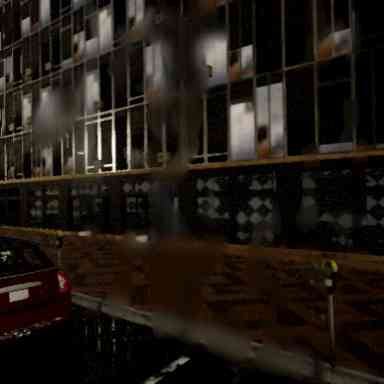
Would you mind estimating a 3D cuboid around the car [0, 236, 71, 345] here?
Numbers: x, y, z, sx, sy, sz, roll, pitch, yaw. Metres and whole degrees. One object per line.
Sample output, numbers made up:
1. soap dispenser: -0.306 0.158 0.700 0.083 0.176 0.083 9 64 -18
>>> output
1. car: -3.966 1.457 5.725 4.097 1.590 1.967 0 -1 36
